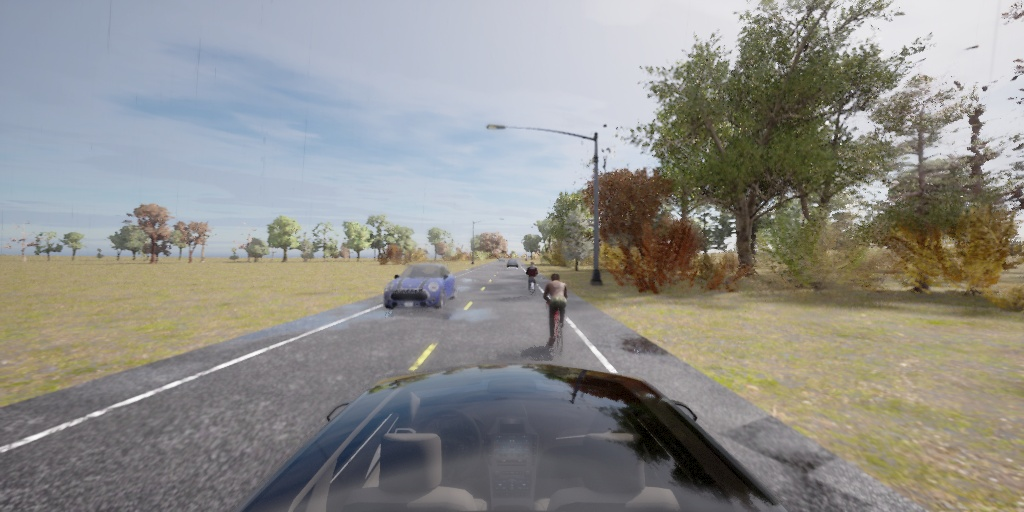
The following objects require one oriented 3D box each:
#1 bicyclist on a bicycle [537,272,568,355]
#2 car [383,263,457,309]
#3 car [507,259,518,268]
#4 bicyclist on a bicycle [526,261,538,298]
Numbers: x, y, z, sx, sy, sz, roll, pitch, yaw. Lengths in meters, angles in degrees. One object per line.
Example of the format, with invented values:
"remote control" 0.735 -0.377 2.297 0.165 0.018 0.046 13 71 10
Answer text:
"bicyclist on a bicycle" 0.962 1.203 7.771 0.582 1.620 1.656 0 0 0
"car" -3.601 1.102 14.748 2.097 1.767 4.553 0 0 0
"car" 0.097 1.317 62.971 1.994 1.385 4.181 0 0 0
"bicyclist on a bicycle" 0.962 1.121 17.159 0.659 1.776 1.843 0 0 0
